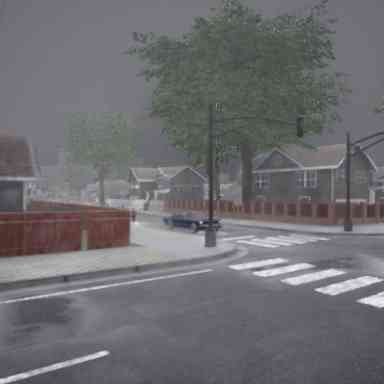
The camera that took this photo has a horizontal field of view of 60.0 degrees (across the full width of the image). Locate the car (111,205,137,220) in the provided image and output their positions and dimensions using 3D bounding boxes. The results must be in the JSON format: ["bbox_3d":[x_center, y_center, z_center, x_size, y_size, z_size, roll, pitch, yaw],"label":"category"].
[{"bbox_3d":[-7.082,2.016,32.944,1.895,1.301,4.718,0,-1,-32],"label":"car"}]

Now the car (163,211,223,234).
[{"bbox_3d":[-0.010,1.915,21.926,1.895,1.301,4.718,0,-1,-33],"label":"car"}]

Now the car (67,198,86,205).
[{"bbox_3d":[-18.085,1.957,52.301,2.097,1.767,4.553,0,0,-28],"label":"car"}]
